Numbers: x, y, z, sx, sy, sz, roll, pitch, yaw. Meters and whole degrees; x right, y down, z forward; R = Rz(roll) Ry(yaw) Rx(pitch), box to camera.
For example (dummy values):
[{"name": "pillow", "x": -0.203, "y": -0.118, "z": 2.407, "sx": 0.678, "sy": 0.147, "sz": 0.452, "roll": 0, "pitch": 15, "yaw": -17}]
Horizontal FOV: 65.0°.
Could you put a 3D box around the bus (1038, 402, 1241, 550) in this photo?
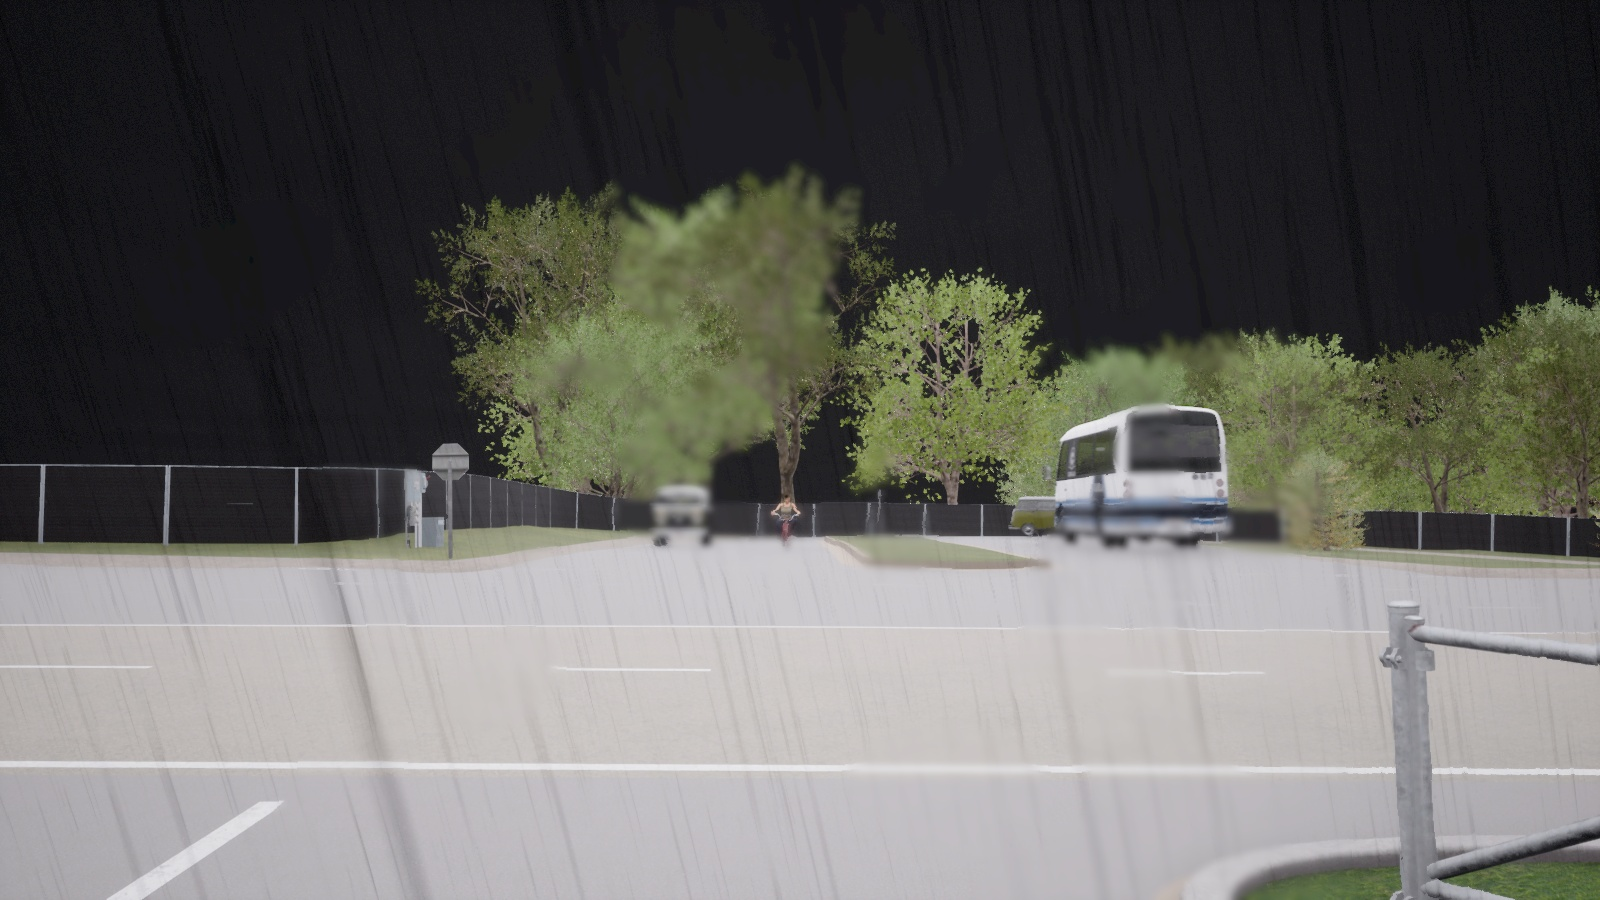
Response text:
[{"name": "bus", "x": 10.912, "y": 0.999, "z": 41.928, "sx": 3.944, "sy": 4.253, "sz": 10.273, "roll": -1, "pitch": -3, "yaw": 0}]

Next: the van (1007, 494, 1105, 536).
[{"name": "van", "x": 12.537, "y": 3.175, "z": 61.483, "sx": 4.442, "sy": 1.987, "sz": 1.775, "roll": -1, "pitch": -3, "yaw": 21}]

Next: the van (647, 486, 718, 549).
[{"name": "van", "x": -3.972, "y": 2.346, "z": 43.123, "sx": 2.069, "sy": 2.038, "sz": 4.480, "roll": -1, "pitch": -4, "yaw": -1}]

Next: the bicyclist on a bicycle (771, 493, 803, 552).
[{"name": "bicyclist on a bicycle", "x": -0.354, "y": 2.034, "z": 35.505, "sx": 0.866, "sy": 1.612, "sz": 1.509, "roll": -1, "pitch": -3, "yaw": 0}]
